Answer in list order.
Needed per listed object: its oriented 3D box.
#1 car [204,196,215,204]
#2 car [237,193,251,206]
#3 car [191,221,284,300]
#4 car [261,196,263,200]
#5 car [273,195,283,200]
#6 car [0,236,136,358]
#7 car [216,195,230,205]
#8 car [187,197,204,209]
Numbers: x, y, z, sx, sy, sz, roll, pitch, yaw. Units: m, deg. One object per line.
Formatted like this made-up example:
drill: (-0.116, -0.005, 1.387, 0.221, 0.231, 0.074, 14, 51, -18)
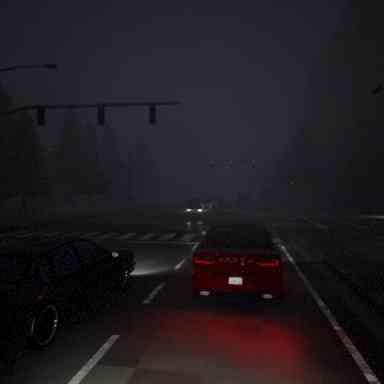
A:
car: (2.913, 1.525, 64.612, 1.812, 1.442, 4.674, 0, 0, 10)
car: (8.898, 1.221, 56.750, 2.150, 2.045, 5.566, 0, 0, 9)
car: (1.196, 1.478, 8.539, 1.882, 1.535, 5.008, 0, 0, 9)
car: (20.990, 1.524, 91.265, 4.674, 1.442, 1.812, 0, 0, -37)
car: (24.048, 1.477, 89.226, 5.008, 1.535, 1.882, 0, 0, -37)
car: (-2.729, 1.547, 6.226, 2.033, 1.411, 5.357, 0, 0, 10)
car: (5.817, 1.477, 59.648, 1.882, 1.535, 5.008, 0, 0, 9)
car: (0.405, 1.508, 44.865, 1.837, 1.490, 4.892, 0, 0, 1)
